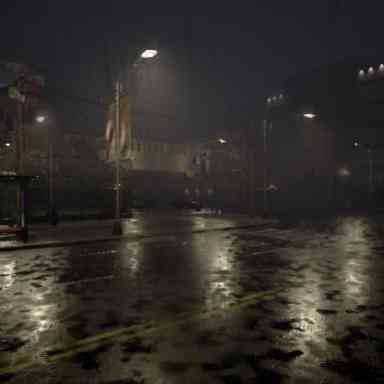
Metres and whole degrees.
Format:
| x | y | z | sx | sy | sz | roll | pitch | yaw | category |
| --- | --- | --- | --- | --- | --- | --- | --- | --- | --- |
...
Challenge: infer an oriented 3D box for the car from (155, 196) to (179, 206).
| x | y | z | sx | sy | sz | roll | pitch | yaw | category |
| --- | --- | --- | --- | --- | --- | --- | --- | --- | --- |
| -4.227 | 1.443 | 56.241 | 1.837 | 1.490 | 4.892 | 0 | 0 | -35 | car |

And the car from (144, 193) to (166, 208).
| x | y | z | sx | sy | sz | roll | pitch | yaw | category |
| --- | --- | --- | --- | --- | --- | --- | --- | --- | --- |
| -4.800 | 1.309 | 45.810 | 2.185 | 1.767 | 4.553 | 0 | 0 | -35 | car |

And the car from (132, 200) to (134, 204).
| x | y | z | sx | sy | sz | roll | pitch | yaw | category |
| --- | --- | --- | --- | --- | --- | --- | --- | --- | --- |
| -10.971 | 1.447 | 54.643 | 2.231 | 1.521 | 4.892 | 0 | 0 | -25 | car |

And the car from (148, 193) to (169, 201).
| x | y | z | sx | sy | sz | roll | pitch | yaw | category |
| --- | --- | --- | --- | --- | --- | --- | --- | --- | --- |
| -8.043 | 1.149 | 79.476 | 2.435 | 2.045 | 5.566 | 0 | 0 | -35 | car |

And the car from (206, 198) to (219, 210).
| x | y | z | sx | sy | sz | roll | pitch | yaw | category |
| --- | --- | --- | --- | --- | --- | --- | --- | --- | --- |
| 1.449 | 1.510 | 42.213 | 1.837 | 1.490 | 4.892 | 0 | 2 | -35 | car |

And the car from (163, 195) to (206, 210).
| x | y | z | sx | sy | sz | roll | pitch | yaw | category |
| --- | --- | --- | --- | --- | --- | --- | --- | --- | --- |
| -0.988 | 1.428 | 40.635 | 2.097 | 1.535 | 5.008 | 0 | 0 | -35 | car |

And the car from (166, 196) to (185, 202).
| x | y | z | sx | sy | sz | roll | pitch | yaw | category |
| --- | --- | --- | --- | --- | --- | --- | --- | --- | --- |
| -3.748 | 1.507 | 73.453 | 1.895 | 1.301 | 4.718 | 0 | 0 | -35 | car |
